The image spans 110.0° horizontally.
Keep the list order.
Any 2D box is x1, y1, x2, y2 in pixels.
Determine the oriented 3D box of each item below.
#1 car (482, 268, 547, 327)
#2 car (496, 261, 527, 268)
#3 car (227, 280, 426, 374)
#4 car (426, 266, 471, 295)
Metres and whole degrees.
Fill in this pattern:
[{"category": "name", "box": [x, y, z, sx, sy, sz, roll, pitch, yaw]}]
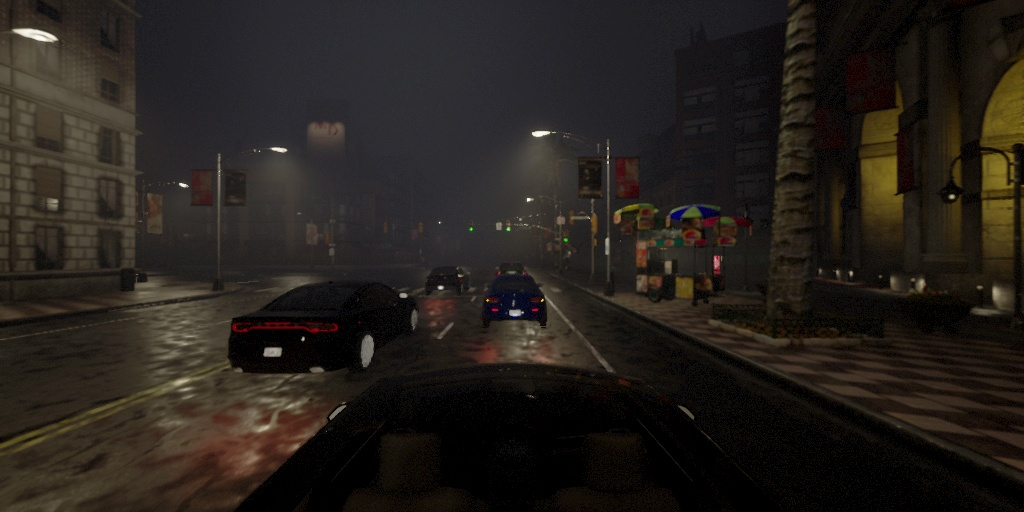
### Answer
[{"category": "car", "box": [0.065, 1.293, 11.483, 1.812, 1.442, 4.674, 0, 0, 0]}, {"category": "car", "box": [-0.016, 1.141, 24.348, 2.097, 1.767, 4.553, 0, 0, 0]}, {"category": "car", "box": [-3.449, 1.239, 7.645, 1.882, 1.535, 5.008, 0, 0, 0]}, {"category": "car", "box": [-3.492, 1.288, 19.938, 1.837, 1.490, 4.892, 0, 0, 0]}]
